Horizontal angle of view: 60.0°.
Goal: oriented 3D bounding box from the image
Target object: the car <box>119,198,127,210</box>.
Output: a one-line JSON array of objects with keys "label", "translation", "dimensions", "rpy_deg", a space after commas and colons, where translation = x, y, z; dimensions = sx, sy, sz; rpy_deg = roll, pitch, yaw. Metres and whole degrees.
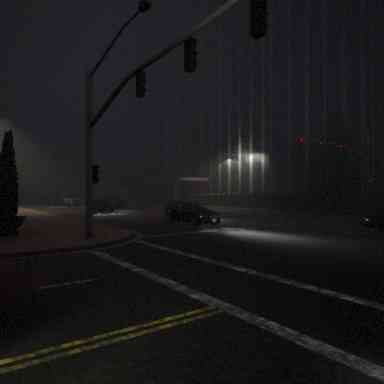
[{"label": "car", "translation": [-9.945, 1.352, 42.021], "dimensions": [2.097, 1.767, 4.553], "rpy_deg": [0, 0, -36]}]

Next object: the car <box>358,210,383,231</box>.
[{"label": "car", "translation": [12.107, 1.547, 18.184], "dimensions": [5.357, 1.411, 2.033], "rpy_deg": [0, 0, 15]}]

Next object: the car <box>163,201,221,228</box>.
[{"label": "car", "translation": [-0.078, 1.491, 22.506], "dimensions": [2.128, 1.511, 4.902], "rpy_deg": [0, 0, -36]}]

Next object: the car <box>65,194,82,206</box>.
[{"label": "car", "translation": [-20.315, 1.328, 56.466], "dimensions": [2.150, 2.045, 5.566], "rpy_deg": [0, 0, -36]}]

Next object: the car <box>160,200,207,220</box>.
[{"label": "car", "translation": [-0.812, 1.525, 29.442], "dimensions": [1.812, 1.442, 4.674], "rpy_deg": [0, 0, -36]}]

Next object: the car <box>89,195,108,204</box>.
[{"label": "car", "translation": [-18.643, 1.478, 66.247], "dimensions": [1.882, 1.535, 5.008], "rpy_deg": [0, 0, -36]}]

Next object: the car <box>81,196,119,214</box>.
[{"label": "car", "translation": [-10.064, 1.506, 36.223], "dimensions": [1.837, 1.490, 4.892], "rpy_deg": [0, 0, -36]}]

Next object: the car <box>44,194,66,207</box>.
[{"label": "car", "translation": [-22.375, 1.548, 53.323], "dimensions": [2.033, 1.411, 5.357], "rpy_deg": [0, 0, -36]}]
